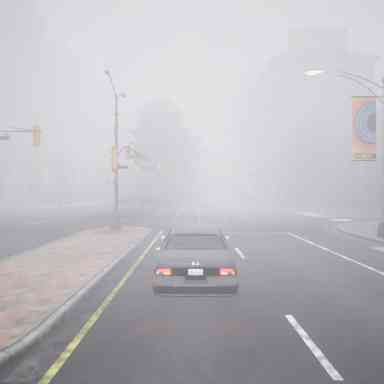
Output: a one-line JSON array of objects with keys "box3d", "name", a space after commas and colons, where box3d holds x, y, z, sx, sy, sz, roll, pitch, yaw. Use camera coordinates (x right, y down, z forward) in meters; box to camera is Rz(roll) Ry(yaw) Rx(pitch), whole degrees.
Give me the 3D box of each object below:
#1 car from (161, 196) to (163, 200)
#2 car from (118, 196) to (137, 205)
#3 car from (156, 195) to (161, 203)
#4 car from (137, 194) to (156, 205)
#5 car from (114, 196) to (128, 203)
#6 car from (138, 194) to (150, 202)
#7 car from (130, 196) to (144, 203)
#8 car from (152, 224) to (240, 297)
[{"box3d": [-7.922, 1.500, 77.757, 1.837, 1.490, 4.892, 0, 0, 0], "name": "car"}, {"box3d": [-11.509, 1.491, 59.594, 2.128, 1.511, 4.902, 0, 0, 0], "name": "car"}, {"box3d": [-7.951, 1.525, 67.428, 1.812, 1.442, 4.674, 0, 0, 1], "name": "car"}, {"box3d": [-8.014, 1.564, 58.910, 1.994, 1.385, 4.181, 0, 0, 1], "name": "car"}, {"box3d": [-14.680, 1.594, 69.396, 1.895, 1.301, 4.718, 0, 0, 0], "name": "car"}, {"box3d": [-11.421, 1.355, 79.526, 2.097, 1.767, 4.553, 0, 0, 0], "name": "car"}, {"box3d": [-11.431, 1.525, 69.515, 2.128, 1.511, 4.902, 0, 0, 0], "name": "car"}, {"box3d": [0.083, 1.547, 8.752, 2.033, 1.411, 5.357, 0, 0, 0], "name": "car"}]
